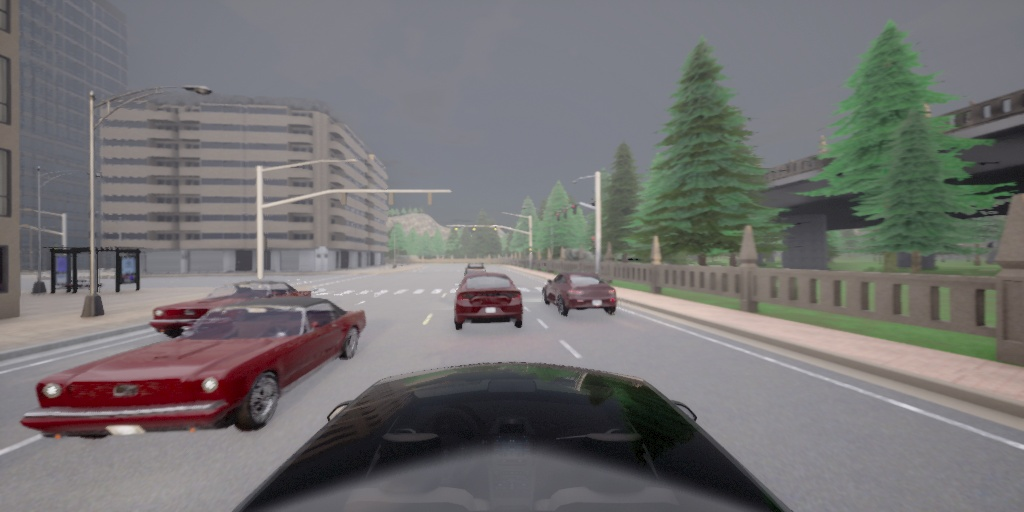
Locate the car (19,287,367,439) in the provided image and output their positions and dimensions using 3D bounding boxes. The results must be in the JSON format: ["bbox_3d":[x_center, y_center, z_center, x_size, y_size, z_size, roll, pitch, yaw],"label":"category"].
[{"bbox_3d":[-3.958,1.397,5.693,1.895,1.301,4.718,0,0,-5],"label":"car"}]

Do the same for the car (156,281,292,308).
[{"bbox_3d":[-7.977,1.448,10.802,1.895,1.301,4.718,0,0,-6],"label":"car"}]

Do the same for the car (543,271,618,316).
[{"bbox_3d":[2.393,1.286,13.367,1.812,1.442,4.674,0,0,-6],"label":"car"}]

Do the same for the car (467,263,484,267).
[{"bbox_3d":[-3.252,1.361,32.035,2.128,1.511,4.902,-1,0,-7],"label":"car"}]

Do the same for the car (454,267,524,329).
[{"bbox_3d":[-0.829,1.262,11.515,1.882,1.535,5.008,0,-1,-7],"label":"car"}]
